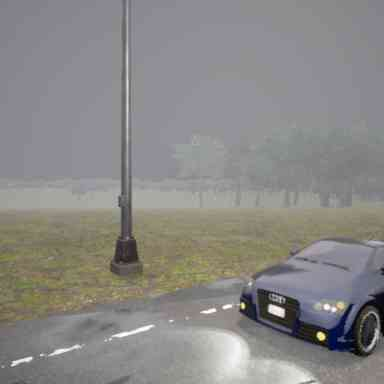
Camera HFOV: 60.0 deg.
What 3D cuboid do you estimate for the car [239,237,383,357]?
[{"bbox_3d":[2.858,1.563,6.069,4.181,1.385,1.994,0,0,-36],"label":"car"}]
